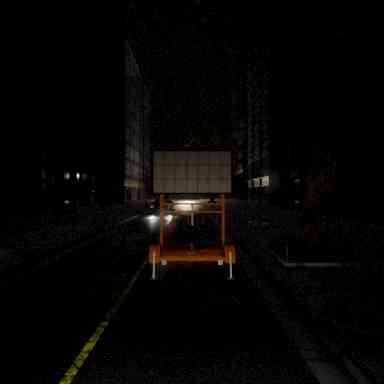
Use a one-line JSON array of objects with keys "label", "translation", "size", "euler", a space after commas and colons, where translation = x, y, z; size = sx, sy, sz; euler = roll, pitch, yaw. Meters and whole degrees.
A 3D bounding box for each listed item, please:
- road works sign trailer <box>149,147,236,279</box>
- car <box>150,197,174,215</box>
[{"label": "road works sign trailer", "translation": [0.009, 0.464, 9.982], "size": [2.380, 3.560, 2.880], "euler": [0, 0, 0]}, {"label": "car", "translation": [-2.968, 1.352, 33.404], "size": [2.097, 1.767, 4.553], "euler": [0, 0, 0]}]
